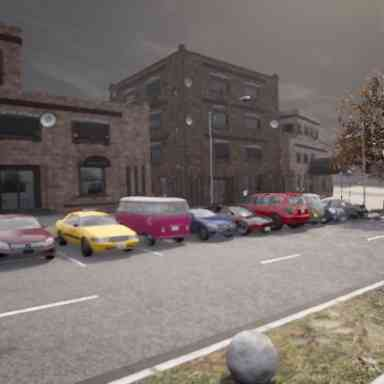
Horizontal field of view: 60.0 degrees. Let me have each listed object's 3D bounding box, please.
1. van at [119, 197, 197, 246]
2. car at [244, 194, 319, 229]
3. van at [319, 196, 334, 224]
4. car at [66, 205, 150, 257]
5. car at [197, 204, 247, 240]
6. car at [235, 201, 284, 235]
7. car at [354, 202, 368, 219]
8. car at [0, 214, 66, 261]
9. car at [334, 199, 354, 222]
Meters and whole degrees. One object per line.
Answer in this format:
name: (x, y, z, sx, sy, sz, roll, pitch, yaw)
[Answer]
van: (-1.998, 1.226, 15.234, 1.878, 1.987, 4.442, -1, 0, -38)
car: (4.349, 1.134, 20.191, 2.435, 2.045, 5.566, -1, 0, -39)
van: (6.557, 1.130, 21.829, 1.878, 1.987, 4.442, -1, 0, -39)
car: (-3.982, 1.466, 13.333, 1.946, 1.575, 5.366, 0, 0, -37)
car: (0.215, 1.471, 16.812, 2.002, 1.452, 4.674, 0, 0, -38)
car: (2.276, 1.439, 18.423, 2.163, 1.488, 4.792, -1, 0, -38)
car: (10.743, 1.297, 25.419, 2.231, 1.521, 4.892, -1, 0, -39)
car: (-6.279, 1.527, 11.846, 2.002, 1.452, 4.674, 0, 0, -36)
car: (8.592, 1.201, 23.696, 2.185, 1.767, 4.553, -1, 0, -39)
